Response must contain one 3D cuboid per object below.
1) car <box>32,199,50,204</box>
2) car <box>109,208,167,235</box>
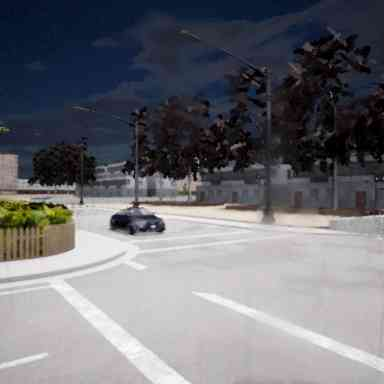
[{"bbox_3d":[-18.093,1.543,39.705,2.128,1.511,4.902,0,0,-36],"label":"car"},{"bbox_3d":[-3.189,1.616,19.181,1.994,1.385,4.181,0,0,-35],"label":"car"}]
